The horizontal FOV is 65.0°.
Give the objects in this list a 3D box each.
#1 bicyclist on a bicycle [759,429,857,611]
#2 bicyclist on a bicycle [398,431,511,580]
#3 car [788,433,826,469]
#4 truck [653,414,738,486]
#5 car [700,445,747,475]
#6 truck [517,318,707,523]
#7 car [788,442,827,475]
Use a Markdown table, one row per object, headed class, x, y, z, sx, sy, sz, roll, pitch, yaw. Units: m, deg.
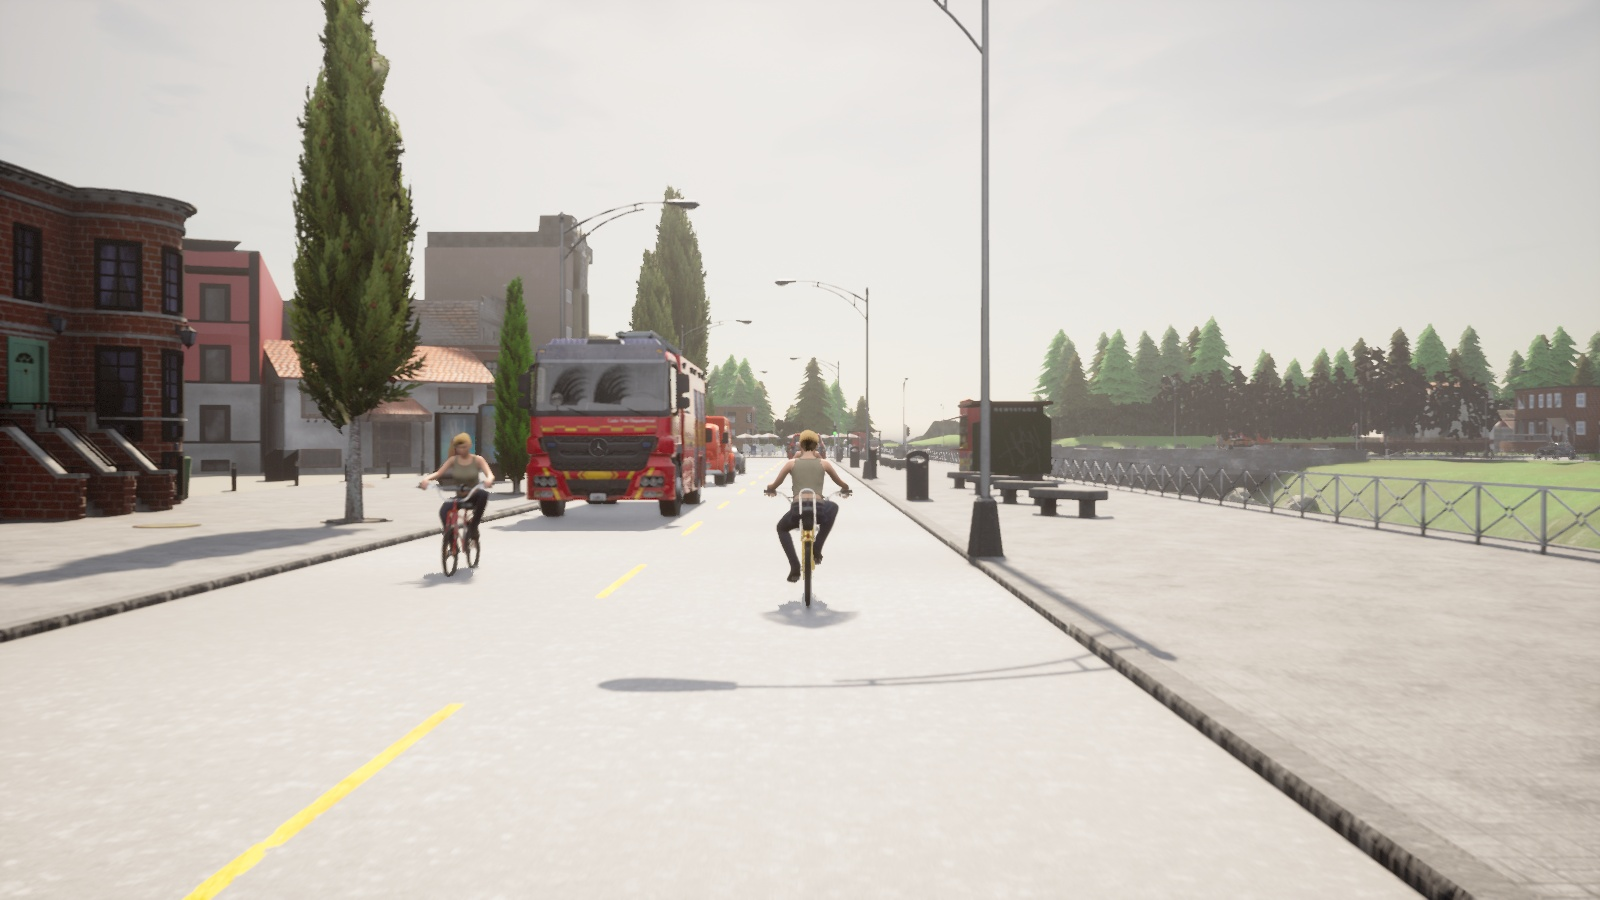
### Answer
| class | x | y | z | sx | sy | sz | roll | pitch | yaw |
| --- | --- | --- | --- | --- | --- | --- | --- | --- | --- |
| bicyclist on a bicycle | 0.076 | 0.616 | 11.886 | 0.866 | 1.612 | 1.509 | 0 | 0 | 1 |
| bicyclist on a bicycle | -3.905 | 0.599 | 14.323 | 0.866 | 1.612 | 1.509 | 0 | 0 | 0 |
| car | 0.423 | 0.050 | 73.854 | 2.150 | 2.045 | 5.566 | 0 | 0 | 0 |
| truck | -3.731 | -0.001 | 45.696 | 2.627 | 2.467 | 5.204 | 0 | 0 | 0 |
| car | -3.650 | 0.466 | 60.505 | 1.994 | 1.385 | 4.181 | 0 | 0 | 0 |
| truck | -3.830 | -0.578 | 27.778 | 2.891 | 3.827 | 8.468 | 0 | 0 | 0 |
| car | 0.346 | 0.388 | 59.926 | 1.789 | 1.549 | 3.705 | 0 | 0 | 0 |
